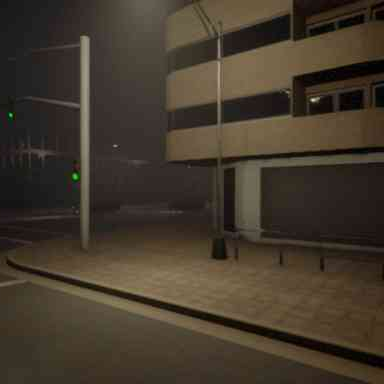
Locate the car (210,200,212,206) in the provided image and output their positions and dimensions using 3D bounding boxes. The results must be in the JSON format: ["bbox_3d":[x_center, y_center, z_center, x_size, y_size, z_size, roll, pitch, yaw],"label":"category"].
[{"bbox_3d":[4.612,1.456,52.415,1.837,1.490,4.892,0,0,37],"label":"car"}]

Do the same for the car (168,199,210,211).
[{"bbox_3d":[-0.484,1.503,39.554,2.033,1.411,5.357,0,0,36],"label":"car"}]

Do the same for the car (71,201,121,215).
[{"bbox_3d":[-9.499,1.549,33.123,1.895,1.301,4.718,0,0,36],"label":"car"}]
